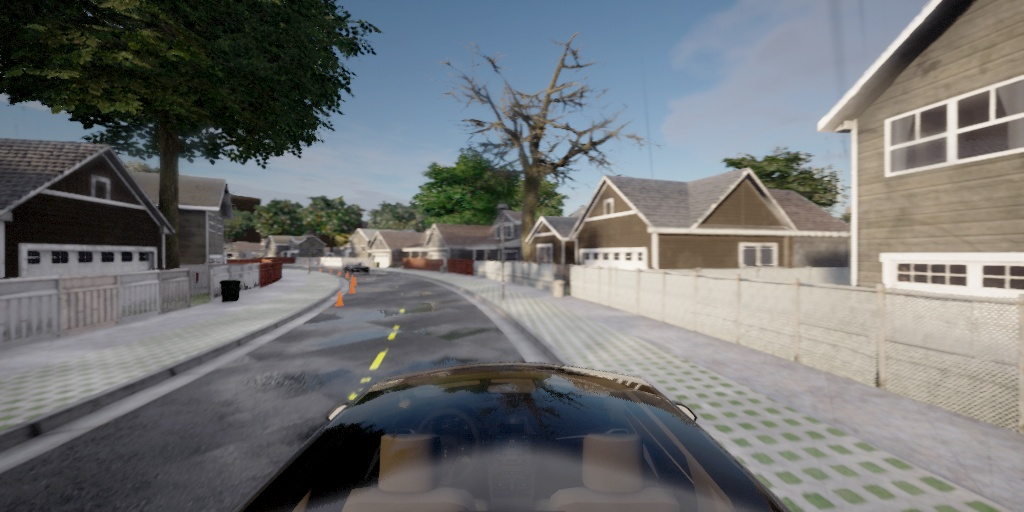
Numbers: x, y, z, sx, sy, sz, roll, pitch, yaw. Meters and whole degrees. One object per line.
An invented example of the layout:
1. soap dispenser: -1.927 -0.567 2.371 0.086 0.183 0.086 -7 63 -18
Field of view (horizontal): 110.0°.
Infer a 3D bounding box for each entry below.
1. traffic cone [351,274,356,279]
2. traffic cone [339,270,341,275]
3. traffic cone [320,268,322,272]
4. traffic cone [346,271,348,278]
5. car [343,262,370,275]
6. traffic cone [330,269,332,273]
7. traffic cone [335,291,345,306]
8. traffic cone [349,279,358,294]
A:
1. traffic cone: -10.306 1.671 23.549 0.340 0.580 0.340 0 0 -24
2. traffic cone: -17.383 1.654 36.226 0.340 0.580 0.340 0 0 -34
3. traffic cone: -23.352 1.651 43.856 0.340 0.580 0.340 0 0 -42
4. traffic cone: -14.763 1.658 32.149 0.340 0.580 0.340 0 0 -31
5. car: -16.685 1.284 38.495 1.895 1.301 4.718 -1 0 -36
6. traffic cone: -20.249 1.651 40.133 0.340 0.580 0.340 0 0 -38
7. traffic cone: -6.944 1.693 14.463 0.340 0.580 0.340 0 0 -17
8. traffic cone: -8.484 1.682 19.058 0.340 0.580 0.340 0 0 -20
